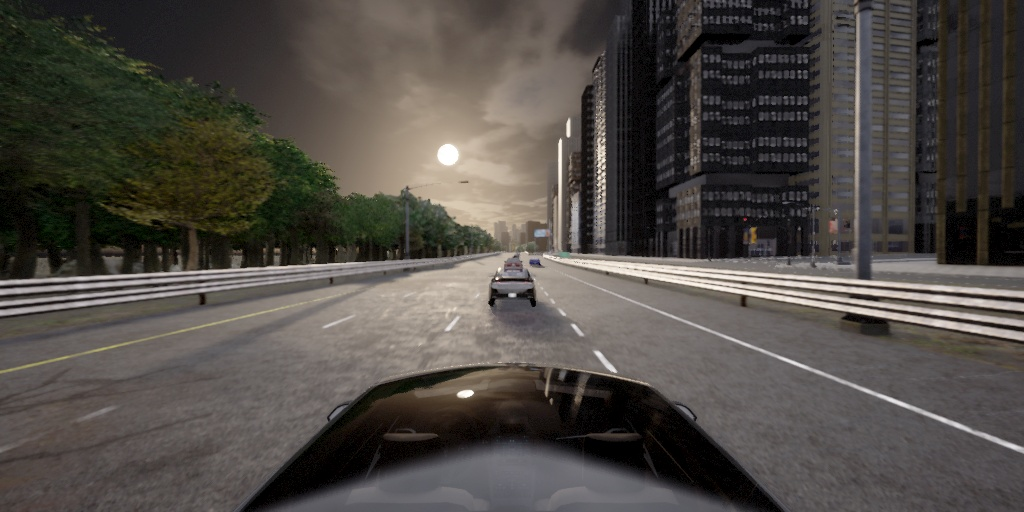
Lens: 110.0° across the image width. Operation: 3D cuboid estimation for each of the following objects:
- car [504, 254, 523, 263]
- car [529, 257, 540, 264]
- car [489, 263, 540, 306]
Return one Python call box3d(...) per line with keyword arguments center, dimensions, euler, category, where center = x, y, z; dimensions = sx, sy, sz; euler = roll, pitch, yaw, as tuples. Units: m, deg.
box3d(center=(0.180, 0.953, 41.548), dimensions=(2.097, 1.767, 4.553), euler=(0, 0, 1), category="car")
box3d(center=(4.032, 0.947, 64.153), dimensions=(1.882, 1.535, 5.008), euler=(0, 0, 1), category="car")
box3d(center=(0.024, 1.218, 15.649), dimensions=(2.128, 1.511, 4.902), euler=(0, 0, 0), category="car")
